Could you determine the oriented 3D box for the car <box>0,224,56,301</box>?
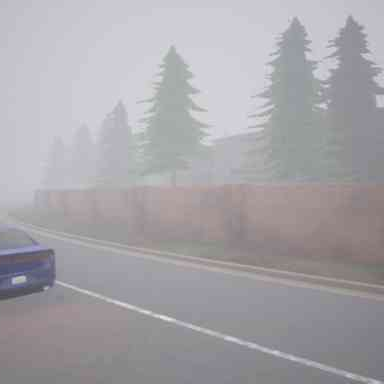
[{"bbox_3d":[-5.100,1.498,7.877,5.008,1.535,1.882,0,0,41],"label":"car"}]
